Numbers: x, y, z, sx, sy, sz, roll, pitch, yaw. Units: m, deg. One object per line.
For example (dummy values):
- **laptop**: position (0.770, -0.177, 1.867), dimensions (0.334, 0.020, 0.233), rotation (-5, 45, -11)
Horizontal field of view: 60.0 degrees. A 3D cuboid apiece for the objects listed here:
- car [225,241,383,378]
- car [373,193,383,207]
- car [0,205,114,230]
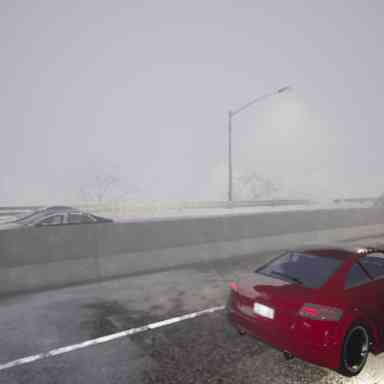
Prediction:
- **car**: position (2.586, 1.540, 5.566), dimensions (4.181, 1.385, 1.994), rotation (0, 0, -35)
- **car**: position (25.735, 1.070, 43.033), dimensions (5.566, 2.045, 2.150), rotation (0, 0, -34)
- **car**: position (-5.422, 1.476, 13.006), dimensions (4.902, 1.511, 2.128), rotation (0, 0, -35)
